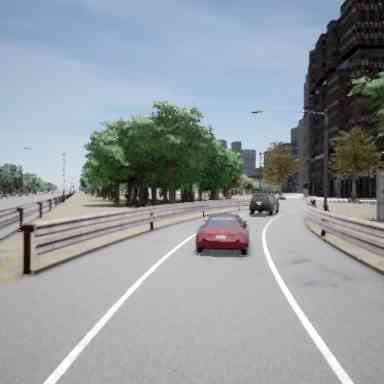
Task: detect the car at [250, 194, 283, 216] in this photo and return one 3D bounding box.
[{"bbox_3d":[7.402,1.244,33.727,2.150,2.045,5.566,0,0,24],"label":"car"}]

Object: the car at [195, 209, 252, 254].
[{"bbox_3d":[1.356,1.573,13.790,1.994,1.385,4.181,0,0,10],"label":"car"}]

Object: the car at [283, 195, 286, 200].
[{"bbox_3d":[24.308,1.578,90.838,1.895,1.301,4.718,0,0,5],"label":"car"}]
